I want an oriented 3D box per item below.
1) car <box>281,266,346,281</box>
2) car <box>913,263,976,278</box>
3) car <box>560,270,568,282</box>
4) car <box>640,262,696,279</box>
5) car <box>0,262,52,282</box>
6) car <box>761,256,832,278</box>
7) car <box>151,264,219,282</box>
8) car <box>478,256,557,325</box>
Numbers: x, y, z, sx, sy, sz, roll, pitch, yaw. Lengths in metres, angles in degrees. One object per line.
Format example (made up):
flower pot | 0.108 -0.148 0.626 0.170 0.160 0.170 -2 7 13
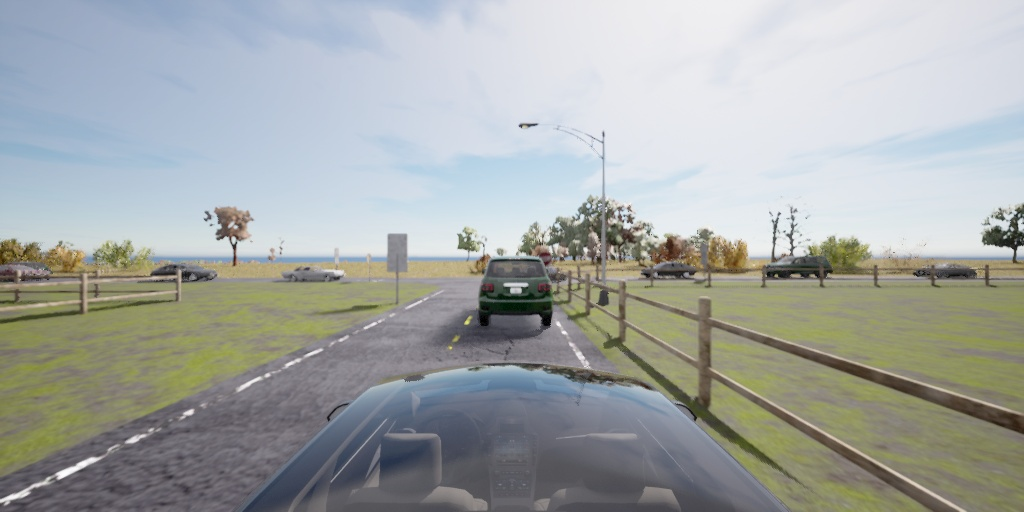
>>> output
car | -17.075 1.499 31.042 4.718 1.301 1.895 0 0 0
car | 40.266 1.347 33.464 4.181 1.385 1.994 0 0 1
car | 2.566 1.388 27.898 2.033 1.411 5.357 0 0 34
car | 14.578 1.329 33.718 4.892 1.490 1.837 0 0 1
car | -43.271 1.503 31.302 4.674 1.442 1.812 0 0 1
car | 26.623 1.019 33.611 5.566 2.045 2.150 0 0 1
car | -28.341 1.437 31.143 4.892 1.490 1.837 0 0 1
car | 0.107 1.011 12.217 2.150 2.045 5.566 0 0 0
